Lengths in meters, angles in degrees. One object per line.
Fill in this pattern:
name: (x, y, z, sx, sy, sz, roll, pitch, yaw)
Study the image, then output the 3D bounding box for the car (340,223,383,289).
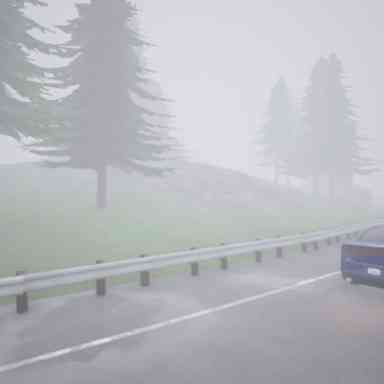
car: (5.668, 1.498, 8.481, 5.008, 1.535, 1.882, 0, 0, -40)
